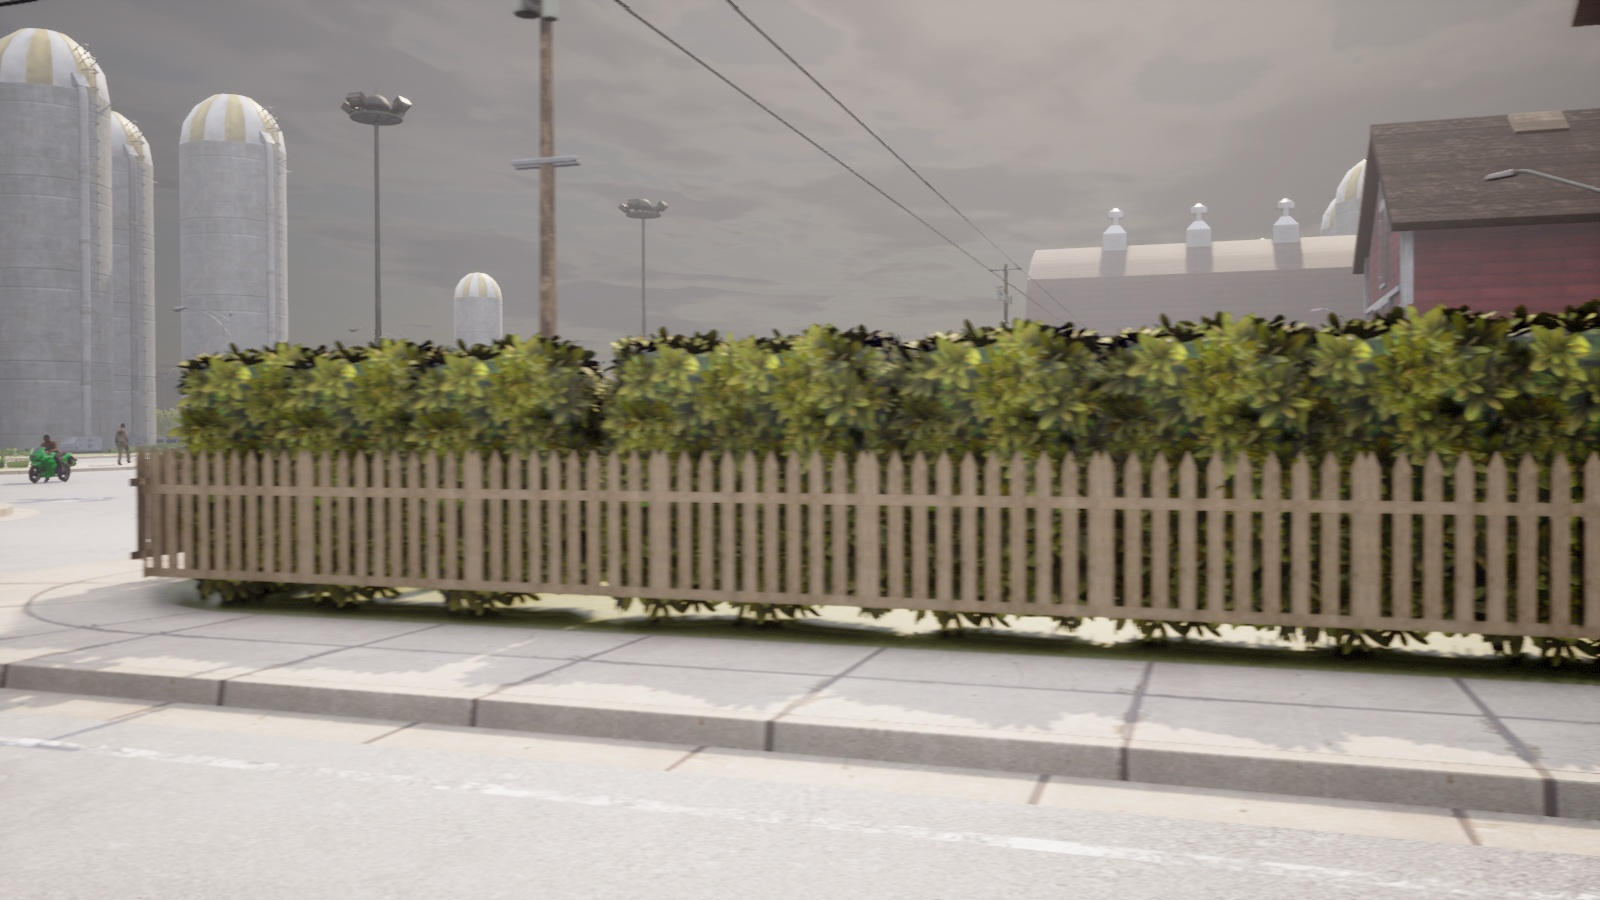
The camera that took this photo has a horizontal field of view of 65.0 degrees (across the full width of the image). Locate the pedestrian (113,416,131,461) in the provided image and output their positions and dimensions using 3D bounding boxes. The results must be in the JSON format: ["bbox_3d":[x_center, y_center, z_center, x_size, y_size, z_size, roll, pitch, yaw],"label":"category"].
[{"bbox_3d":[-29.242,-0.491,54.171,0.396,1.930,0.692,0,1,2],"label":"pedestrian"}]

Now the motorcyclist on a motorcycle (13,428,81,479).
[{"bbox_3d":[-23.460,0.093,39.159,0.797,1.523,2.044,0,1,3],"label":"motorcyclist on a motorcycle"}]
